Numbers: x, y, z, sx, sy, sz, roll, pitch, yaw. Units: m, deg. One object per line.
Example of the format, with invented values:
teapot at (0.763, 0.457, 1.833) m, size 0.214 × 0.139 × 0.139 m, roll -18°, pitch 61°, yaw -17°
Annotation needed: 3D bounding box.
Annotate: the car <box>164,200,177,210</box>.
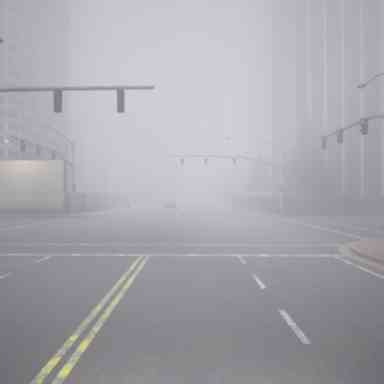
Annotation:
car at (-3.488, 2.122, 54.515) m, size 1.812 × 1.442 × 4.674 m, roll 0°, pitch 0°, yaw 0°
